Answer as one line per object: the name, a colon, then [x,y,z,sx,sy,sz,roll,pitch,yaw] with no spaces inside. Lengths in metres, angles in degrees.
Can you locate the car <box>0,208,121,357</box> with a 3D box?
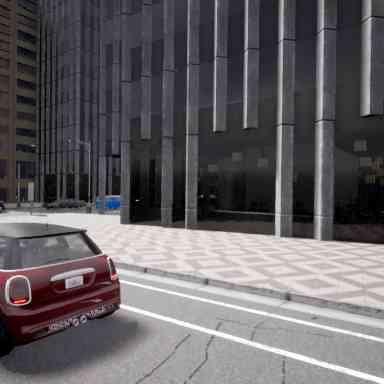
car: [-3.474,1.349,6.155,4.553,1.767,2.097,0,0,35]

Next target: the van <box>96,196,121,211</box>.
van: [-9.689,1.339,40.271,1.690,1.788,3.998,1,1,36]

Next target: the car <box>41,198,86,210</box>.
car: [-15.955,1.461,41.608,2.033,1.411,5.357,1,1,36]

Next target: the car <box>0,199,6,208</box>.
car: [-21.542,1.278,33.785,2.097,1.767,4.553,1,1,35]

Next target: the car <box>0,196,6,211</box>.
car: [-22.972,1.324,36.432,1.967,1.590,4.097,1,1,36]

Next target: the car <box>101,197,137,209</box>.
car: [-9.782,1.479,44.700,1.812,1.442,4.674,1,1,36]
